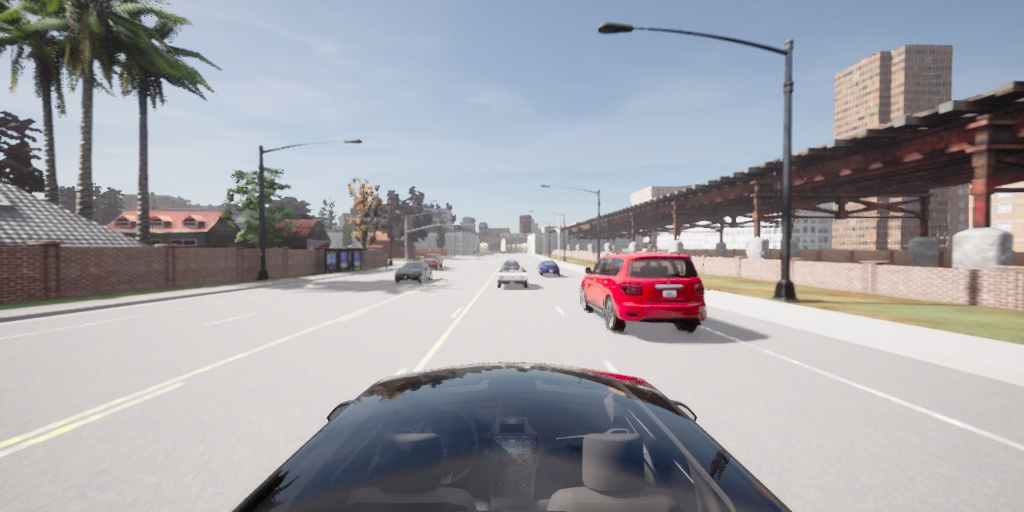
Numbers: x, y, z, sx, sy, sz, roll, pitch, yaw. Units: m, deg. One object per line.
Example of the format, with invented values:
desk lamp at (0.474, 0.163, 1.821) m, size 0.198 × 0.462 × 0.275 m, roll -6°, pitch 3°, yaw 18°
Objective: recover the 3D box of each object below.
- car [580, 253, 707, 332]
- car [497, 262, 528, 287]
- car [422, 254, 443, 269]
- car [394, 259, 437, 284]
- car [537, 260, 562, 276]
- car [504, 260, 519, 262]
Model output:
car at (3.572, 0.936, 10.824) m, size 2.150 × 2.045 × 5.566 m, roll 0°, pitch 0°, yaw 0°
car at (0.024, 1.279, 23.401) m, size 1.895 × 1.301 × 4.718 m, roll 0°, pitch 0°, yaw 0°
car at (-10.731, 0.716, 48.125) m, size 2.150 × 2.045 × 5.566 m, roll 0°, pitch 0°, yaw 0°
car at (-7.188, 1.185, 26.535) m, size 1.837 × 1.490 × 4.892 m, roll 0°, pitch 0°, yaw 0°
car at (3.482, 1.140, 34.314) m, size 1.812 × 1.442 × 4.674 m, roll 0°, pitch 0°, yaw 0°
car at (-0.049, 1.109, 42.190) m, size 1.994 × 1.385 × 4.181 m, roll 0°, pitch 1°, yaw 0°
